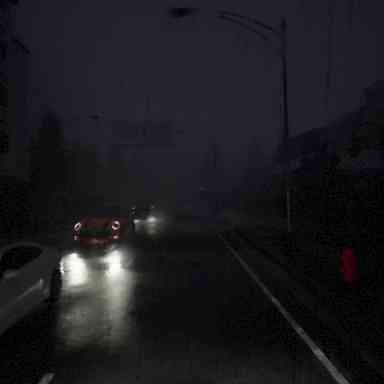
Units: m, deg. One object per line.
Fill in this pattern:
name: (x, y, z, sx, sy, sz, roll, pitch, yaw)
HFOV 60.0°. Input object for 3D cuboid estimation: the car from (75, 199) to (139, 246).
car: (-3.976, 1.392, 15.589, 2.097, 1.767, 4.553, -2, 0, -2)

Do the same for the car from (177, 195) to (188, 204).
car: (-1.649, 1.230, 59.581, 2.128, 1.511, 4.902, -2, 0, -2)

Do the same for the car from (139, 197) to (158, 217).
car: (-4.336, 1.320, 30.909, 2.097, 1.767, 4.553, -2, 0, -1)

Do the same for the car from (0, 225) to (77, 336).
car: (-3.692, 1.611, 5.648, 1.812, 1.442, 4.674, -2, 0, -2)
